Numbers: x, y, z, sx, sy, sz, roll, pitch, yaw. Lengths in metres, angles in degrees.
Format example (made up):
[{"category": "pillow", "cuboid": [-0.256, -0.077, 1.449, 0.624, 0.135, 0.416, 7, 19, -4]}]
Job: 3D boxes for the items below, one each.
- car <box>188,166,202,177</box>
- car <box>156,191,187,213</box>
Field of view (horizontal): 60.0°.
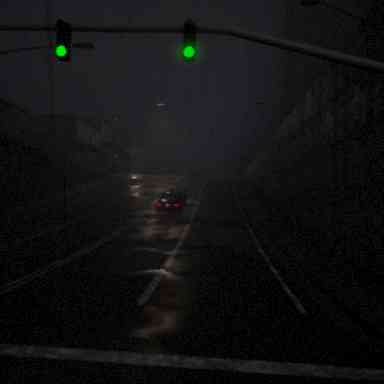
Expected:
[{"category": "car", "cuboid": [0.447, -3.179, 50.393, 1.882, 1.535, 5.008, 2, 5, 4]}, {"category": "car", "cuboid": [-1.503, 0.624, 25.463, 2.033, 1.411, 5.357, 2, 8, 4]}]
